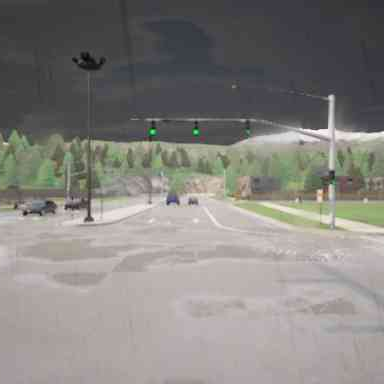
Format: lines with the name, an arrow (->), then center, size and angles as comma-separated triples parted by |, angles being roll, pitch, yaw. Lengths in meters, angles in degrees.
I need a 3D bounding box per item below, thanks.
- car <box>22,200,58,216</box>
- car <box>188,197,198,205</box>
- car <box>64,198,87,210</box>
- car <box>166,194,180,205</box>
car -> -15.047, 1.547, 33.123 | 1.837, 1.490, 4.892 | 0, 0, 0
car -> 0.179, 1.630, 58.961 | 2.033, 1.411, 5.357 | 0, 0, 0
car -> -15.011, 1.535, 43.551 | 1.882, 1.535, 5.008 | 0, 0, 0
car -> -3.339, 1.304, 59.425 | 2.150, 2.045, 5.566 | 0, 0, 0
